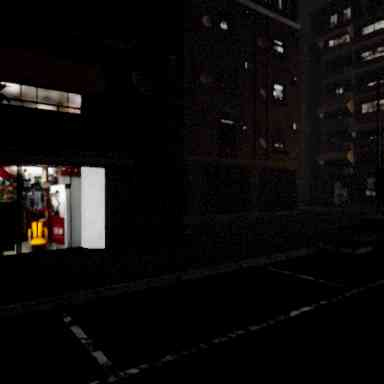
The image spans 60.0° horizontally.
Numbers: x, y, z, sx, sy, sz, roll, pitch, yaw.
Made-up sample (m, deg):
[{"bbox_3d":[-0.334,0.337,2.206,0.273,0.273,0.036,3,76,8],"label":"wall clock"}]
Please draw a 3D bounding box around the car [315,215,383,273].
[{"bbox_3d":[5.463,1.388,9.924,4.206,1.307,1.802,-1,2,-35],"label":"car"}]

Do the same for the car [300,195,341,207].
[{"bbox_3d":[15.500,0.996,40.454,1.752,1.417,4.829,0,0,-35],"label":"car"}]
